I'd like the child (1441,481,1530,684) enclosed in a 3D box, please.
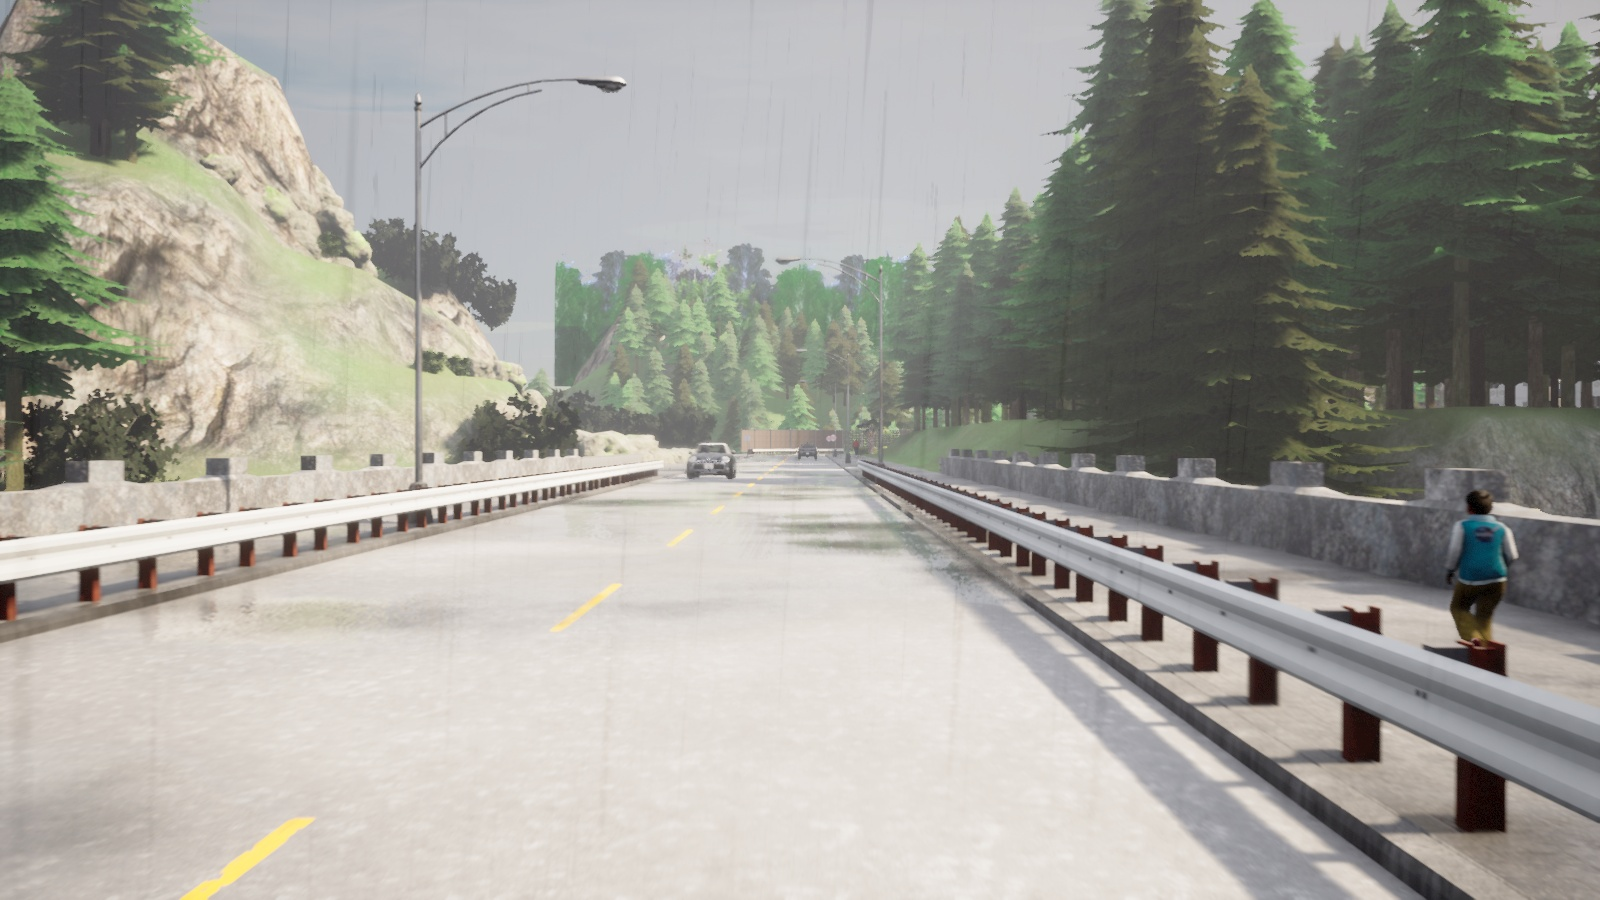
[{"bbox_3d":[4.199,0.796,7.711,0.343,1.192,0.448,0,0,8],"label":"child"}]

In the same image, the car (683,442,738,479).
[{"bbox_3d":[-3.674,0.415,52.191,1.970,1.475,3.806,0,0,0],"label":"car"}]
